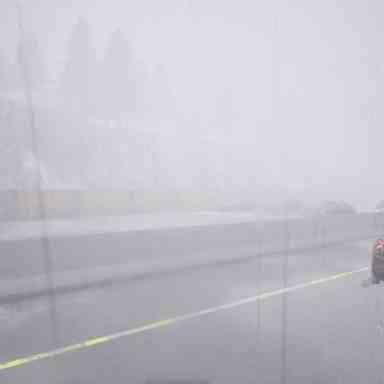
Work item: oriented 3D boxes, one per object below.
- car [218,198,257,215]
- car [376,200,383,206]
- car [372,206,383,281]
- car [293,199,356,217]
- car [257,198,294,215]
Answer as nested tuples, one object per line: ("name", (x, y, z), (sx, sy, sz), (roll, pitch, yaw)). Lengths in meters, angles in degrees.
("car", (4.826, 1.379, 33.320), (5.008, 1.535, 1.882), (0, 0, -36))
("car", (22.964, 1.392, 38.284), (4.181, 1.385, 1.994), (0, 0, -38))
("car", (6.585, 1.309, 8.441), (4.553, 1.767, 2.097), (0, 0, -35))
("car", (9.930, 1.398, 24.044), (4.902, 1.511, 2.128), (0, 0, -36))
("car", (8.962, 1.368, 32.009), (5.008, 1.535, 1.882), (0, 0, -37))
